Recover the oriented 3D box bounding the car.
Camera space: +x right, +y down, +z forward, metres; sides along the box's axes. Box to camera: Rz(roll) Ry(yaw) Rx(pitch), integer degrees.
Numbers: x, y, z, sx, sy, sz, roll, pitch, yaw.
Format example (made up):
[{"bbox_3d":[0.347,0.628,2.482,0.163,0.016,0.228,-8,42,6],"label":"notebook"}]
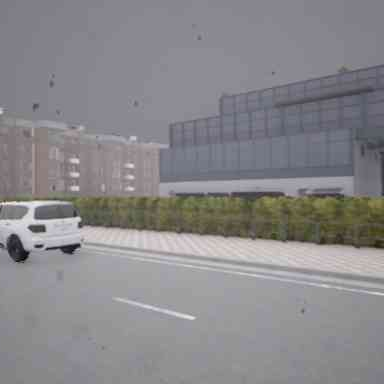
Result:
[{"bbox_3d":[-6.520,1.356,12.827,5.566,2.045,2.150,0,0,36],"label":"car"}]
